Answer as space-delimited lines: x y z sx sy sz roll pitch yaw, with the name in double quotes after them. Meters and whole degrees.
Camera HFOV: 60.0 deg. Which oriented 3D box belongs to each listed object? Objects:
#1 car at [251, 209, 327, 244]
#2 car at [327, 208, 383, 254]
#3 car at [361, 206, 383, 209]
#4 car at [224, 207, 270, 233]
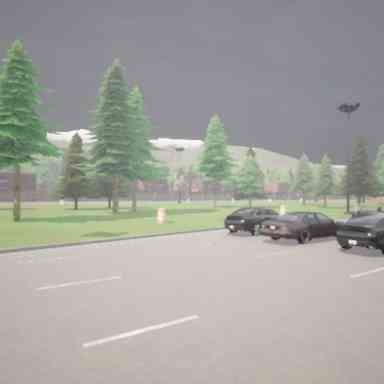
5.697 1.678 16.530 5.357 1.411 2.033 1 0 -35 "car"
7.990 1.641 13.863 4.892 1.490 1.837 0 0 -35 "car"
15.773 1.872 28.433 4.718 1.301 1.895 1 0 -35 "car"
4.008 1.641 19.423 4.892 1.490 1.837 0 0 -39 "car"
